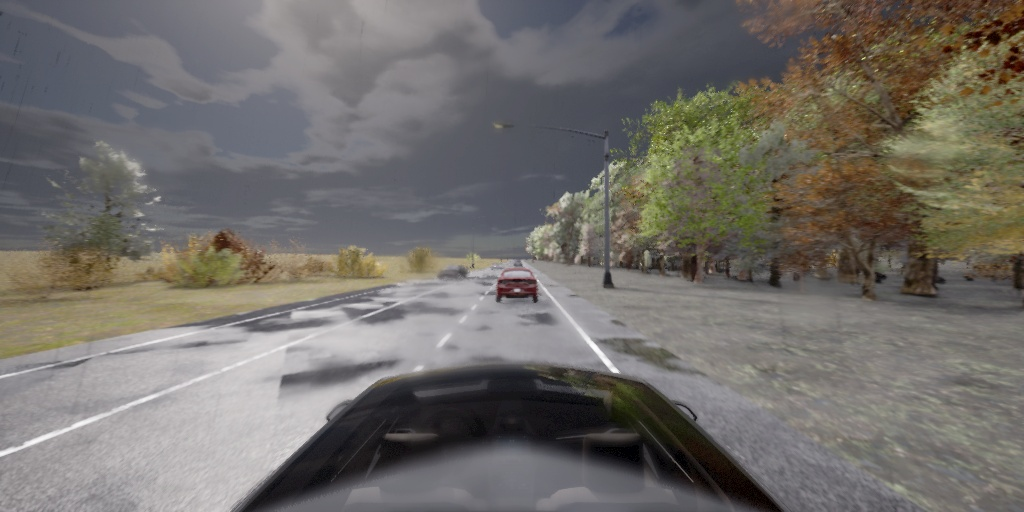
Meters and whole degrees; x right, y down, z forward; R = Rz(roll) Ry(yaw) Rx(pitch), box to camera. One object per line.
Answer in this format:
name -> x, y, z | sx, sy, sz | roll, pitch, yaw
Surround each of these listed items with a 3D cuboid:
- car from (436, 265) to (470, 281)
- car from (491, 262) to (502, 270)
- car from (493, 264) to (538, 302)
car -> -5.456, 1.526, 34.068 | 2.033, 1.411, 5.357 | 0, 0, 8
car -> -2.494, 1.719, 59.957 | 1.895, 1.301, 4.718 | 0, 0, 2
car -> 0.264, 1.333, 17.821 | 1.882, 1.535, 5.008 | 0, 0, 1
